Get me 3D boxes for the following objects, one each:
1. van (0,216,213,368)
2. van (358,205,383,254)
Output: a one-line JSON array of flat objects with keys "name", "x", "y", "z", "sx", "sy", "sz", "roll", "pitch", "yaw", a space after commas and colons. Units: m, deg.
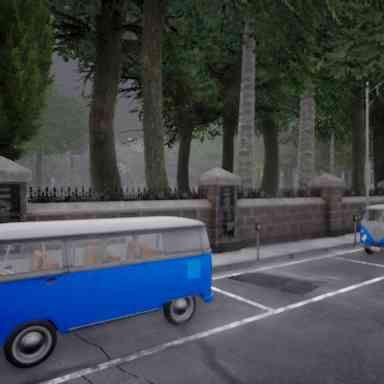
[{"name": "van", "x": -1.530, "y": 1.339, "z": 5.449, "sx": 3.998, "sy": 1.788, "sz": 1.690, "roll": 0, "pitch": 0, "yaw": -36}, {"name": "van", "x": 7.671, "y": 1.325, "z": 12.037, "sx": 3.998, "sy": 1.788, "sz": 1.690, "roll": 0, "pitch": 0, "yaw": -36}]
